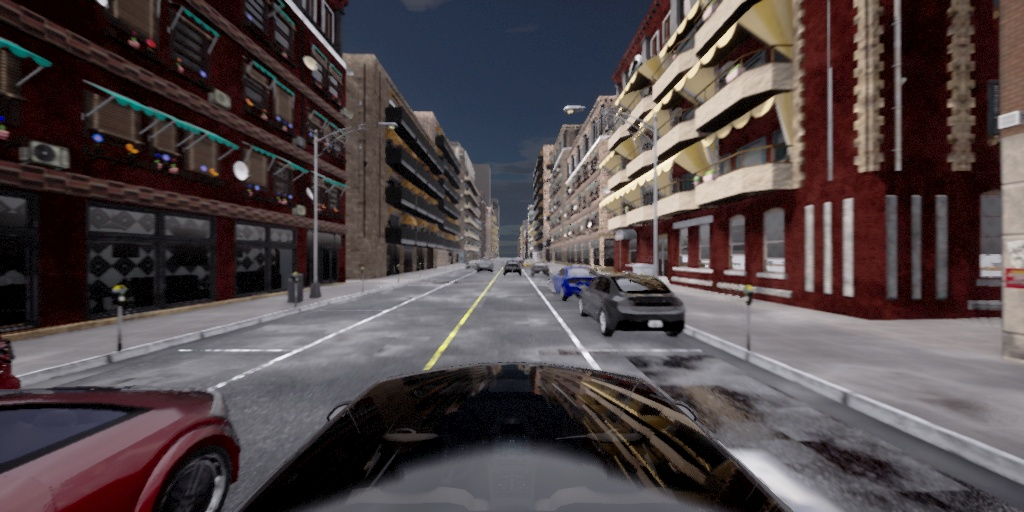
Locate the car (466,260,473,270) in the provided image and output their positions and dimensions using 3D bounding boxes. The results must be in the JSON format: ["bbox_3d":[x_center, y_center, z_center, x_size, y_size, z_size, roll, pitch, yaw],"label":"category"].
[{"bbox_3d":[-5.709,1.243,52.014,2.007,1.370,4.403,0,0,0],"label":"car"}]

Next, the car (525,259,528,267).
[{"bbox_3d":[2.670,1.211,57.820,1.751,1.417,4.829,0,0,0],"label":"car"}]

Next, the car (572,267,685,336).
[{"bbox_3d":[3.142,1.245,10.284,1.837,1.490,4.892,0,0,0],"label":"car"}]

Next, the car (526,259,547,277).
[{"bbox_3d":[2.677,1.264,35.105,2.007,1.370,4.403,0,0,0],"label":"car"}]

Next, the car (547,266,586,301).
[{"bbox_3d":[3.094,1.211,17.376,1.882,1.535,5.008,0,0,-2],"label":"car"}]

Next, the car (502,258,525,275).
[{"bbox_3d":[0.070,1.214,37.579,1.837,1.490,4.892,0,0,0],"label":"car"}]

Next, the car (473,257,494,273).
[{"bbox_3d":[-3.101,1.208,41.990,1.837,1.490,4.892,0,1,0],"label":"car"}]

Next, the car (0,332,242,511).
[{"bbox_3d":[-3.100,1.314,1.049,1.994,1.385,4.181,0,0,0],"label":"car"}]
